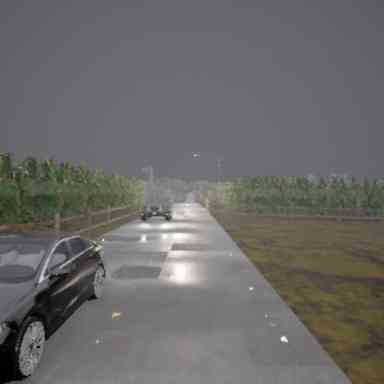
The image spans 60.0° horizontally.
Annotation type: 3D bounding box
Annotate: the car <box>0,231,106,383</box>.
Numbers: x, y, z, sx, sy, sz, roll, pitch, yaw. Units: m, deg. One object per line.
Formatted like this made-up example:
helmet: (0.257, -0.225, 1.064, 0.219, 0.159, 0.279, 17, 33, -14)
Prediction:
car: (-2.826, 1.481, 5.522, 2.128, 1.511, 4.902, 0, 0, 0)

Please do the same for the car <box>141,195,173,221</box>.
car: (-2.755, 1.243, 27.345, 2.150, 2.045, 5.566, 0, -1, 0)
